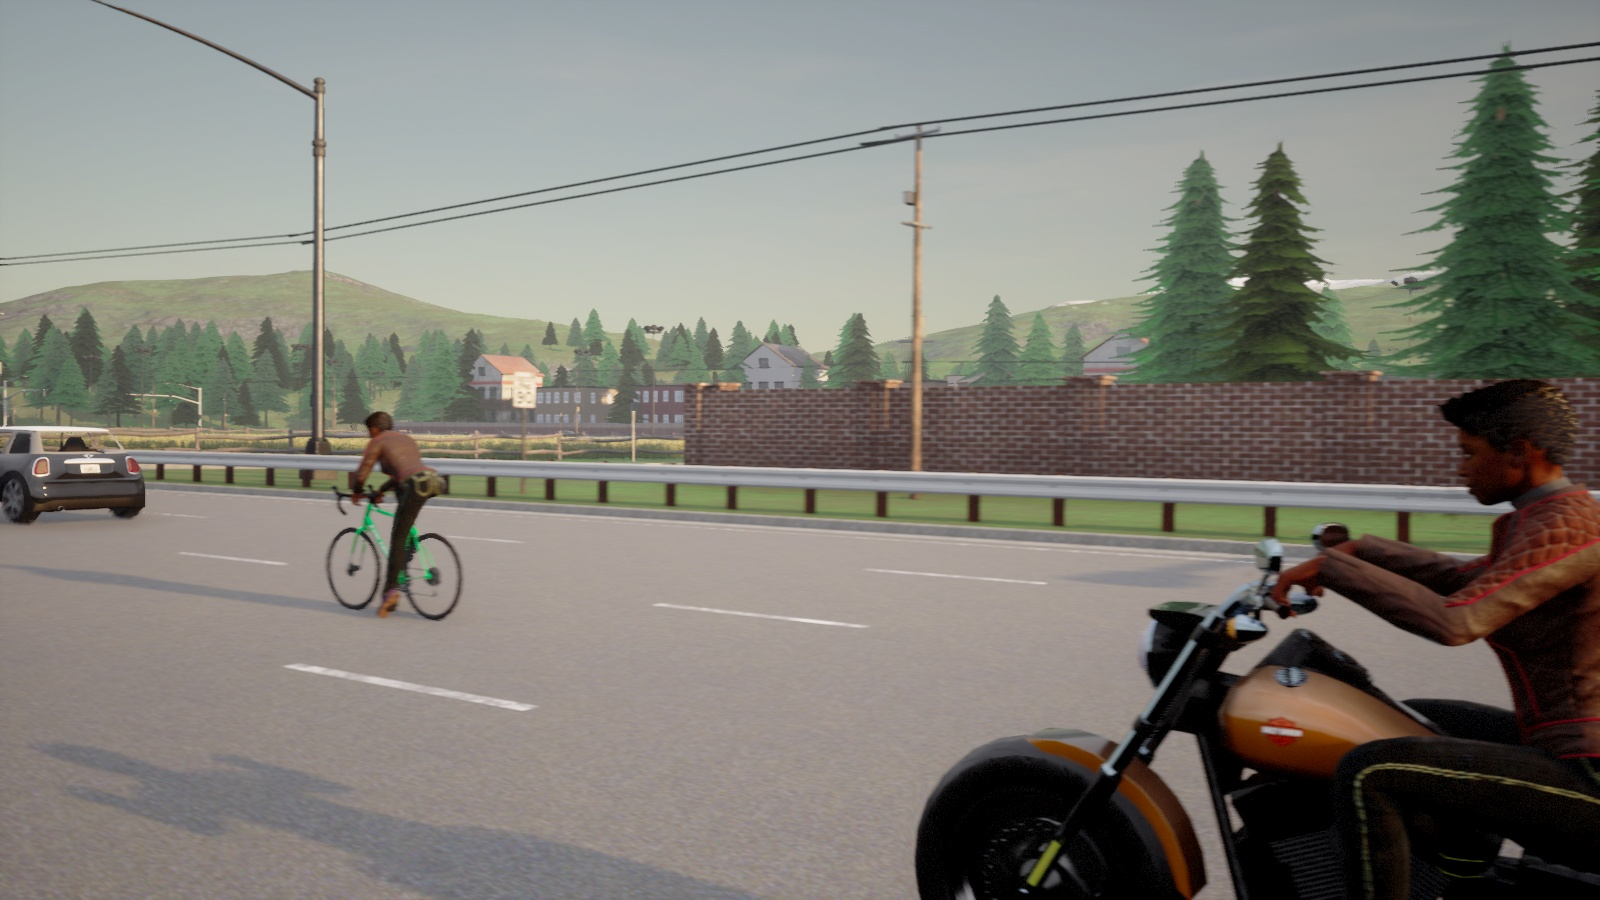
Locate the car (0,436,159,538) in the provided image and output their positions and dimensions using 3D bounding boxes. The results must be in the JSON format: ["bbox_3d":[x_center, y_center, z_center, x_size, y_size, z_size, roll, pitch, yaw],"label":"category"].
[{"bbox_3d":[-12.361,0.533,20.238,3.806,1.475,1.970,0,1,34],"label":"car"}]

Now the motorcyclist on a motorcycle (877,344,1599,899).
[{"bbox_3d":[1.385,0.632,2.702,2.350,1.649,0.766,0,1,34],"label":"motorcyclist on a motorcycle"}]

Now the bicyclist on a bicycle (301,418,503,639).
[{"bbox_3d":[-3.161,0.578,9.924,1.656,1.620,0.582,0,1,34],"label":"bicyclist on a bicycle"}]
